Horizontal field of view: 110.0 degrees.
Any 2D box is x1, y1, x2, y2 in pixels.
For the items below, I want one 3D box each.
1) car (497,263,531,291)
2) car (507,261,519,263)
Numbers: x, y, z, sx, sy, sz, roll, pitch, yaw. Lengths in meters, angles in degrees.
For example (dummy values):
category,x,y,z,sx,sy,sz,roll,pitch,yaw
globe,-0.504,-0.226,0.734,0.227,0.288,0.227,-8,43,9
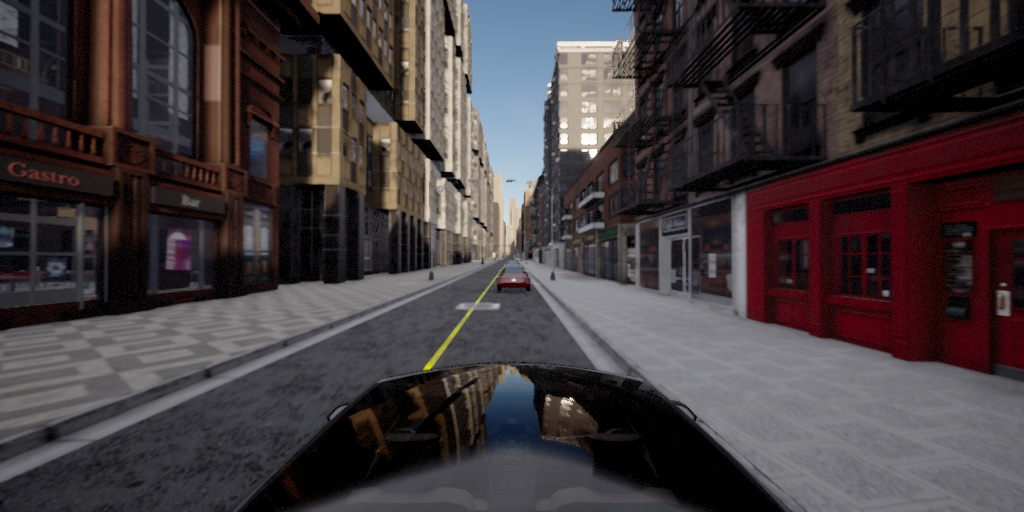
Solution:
category,x,y,z,sx,sy,sz,roll,pitch,yaw
car,0.100,1.318,22.183,1.994,1.385,4.181,0,0,0
car,0.101,1.297,41.849,2.033,1.411,5.357,0,0,0
